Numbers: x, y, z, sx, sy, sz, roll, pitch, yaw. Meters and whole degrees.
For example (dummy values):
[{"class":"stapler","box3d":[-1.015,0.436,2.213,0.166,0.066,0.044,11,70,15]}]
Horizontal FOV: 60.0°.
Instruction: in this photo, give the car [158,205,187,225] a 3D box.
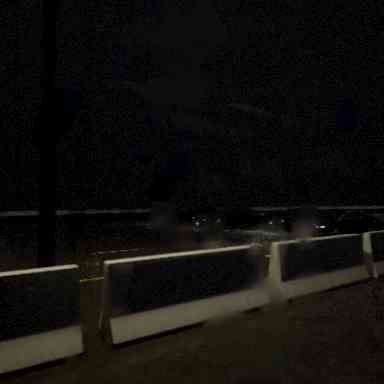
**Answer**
[{"class":"car","box3d":[0.217,1.596,24.801,5.357,1.411,2.033,1,0,-31]}]

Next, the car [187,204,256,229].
[{"class":"car","box3d":[2.646,1.617,22.169,5.357,1.411,2.033,1,0,-30]}]

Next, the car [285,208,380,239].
[{"class":"car","box3d":[7.386,1.601,16.793,4.902,1.511,2.128,1,0,-29]}]

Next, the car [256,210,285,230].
[{"class":"car","box3d":[6.344,1.669,20.220,4.181,1.385,1.994,1,0,-29]}]
